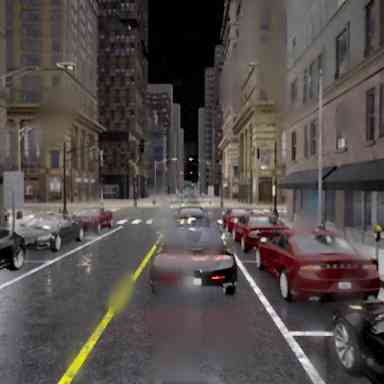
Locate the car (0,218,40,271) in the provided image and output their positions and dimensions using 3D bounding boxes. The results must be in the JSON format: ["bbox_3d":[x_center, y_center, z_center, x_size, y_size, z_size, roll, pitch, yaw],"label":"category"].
[{"bbox_3d":[-5.780,1.564,8.192,1.947,1.339,4.313,-1,0,0],"label":"car"}]

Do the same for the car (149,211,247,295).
[{"bbox_3d":[0.044,1.490,8.728,2.128,1.511,4.902,0,0,0],"label":"car"}]

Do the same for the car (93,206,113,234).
[{"bbox_3d":[-5.793,1.541,19.203,1.887,1.381,4.507,-1,0,0],"label":"car"}]

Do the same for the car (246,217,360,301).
[{"bbox_3d":[2.745,1.543,8.201,1.887,1.381,4.507,-1,0,0],"label":"car"}]

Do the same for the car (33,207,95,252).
[{"bbox_3d":[-5.787,1.548,13.697,2.008,1.369,4.403,-1,0,0],"label":"car"}]

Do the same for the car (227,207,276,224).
[{"bbox_3d":[2.738,1.542,13.706,1.887,1.381,4.507,-1,0,0],"label":"car"}]

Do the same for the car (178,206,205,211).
[{"bbox_3d":[-0.018,1.501,17.832,1.837,1.490,4.892,0,0,0],"label":"car"}]

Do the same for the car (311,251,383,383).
[{"bbox_3d":[2.751,1.565,2.696,1.947,1.339,4.313,-1,0,0],"label":"car"}]
